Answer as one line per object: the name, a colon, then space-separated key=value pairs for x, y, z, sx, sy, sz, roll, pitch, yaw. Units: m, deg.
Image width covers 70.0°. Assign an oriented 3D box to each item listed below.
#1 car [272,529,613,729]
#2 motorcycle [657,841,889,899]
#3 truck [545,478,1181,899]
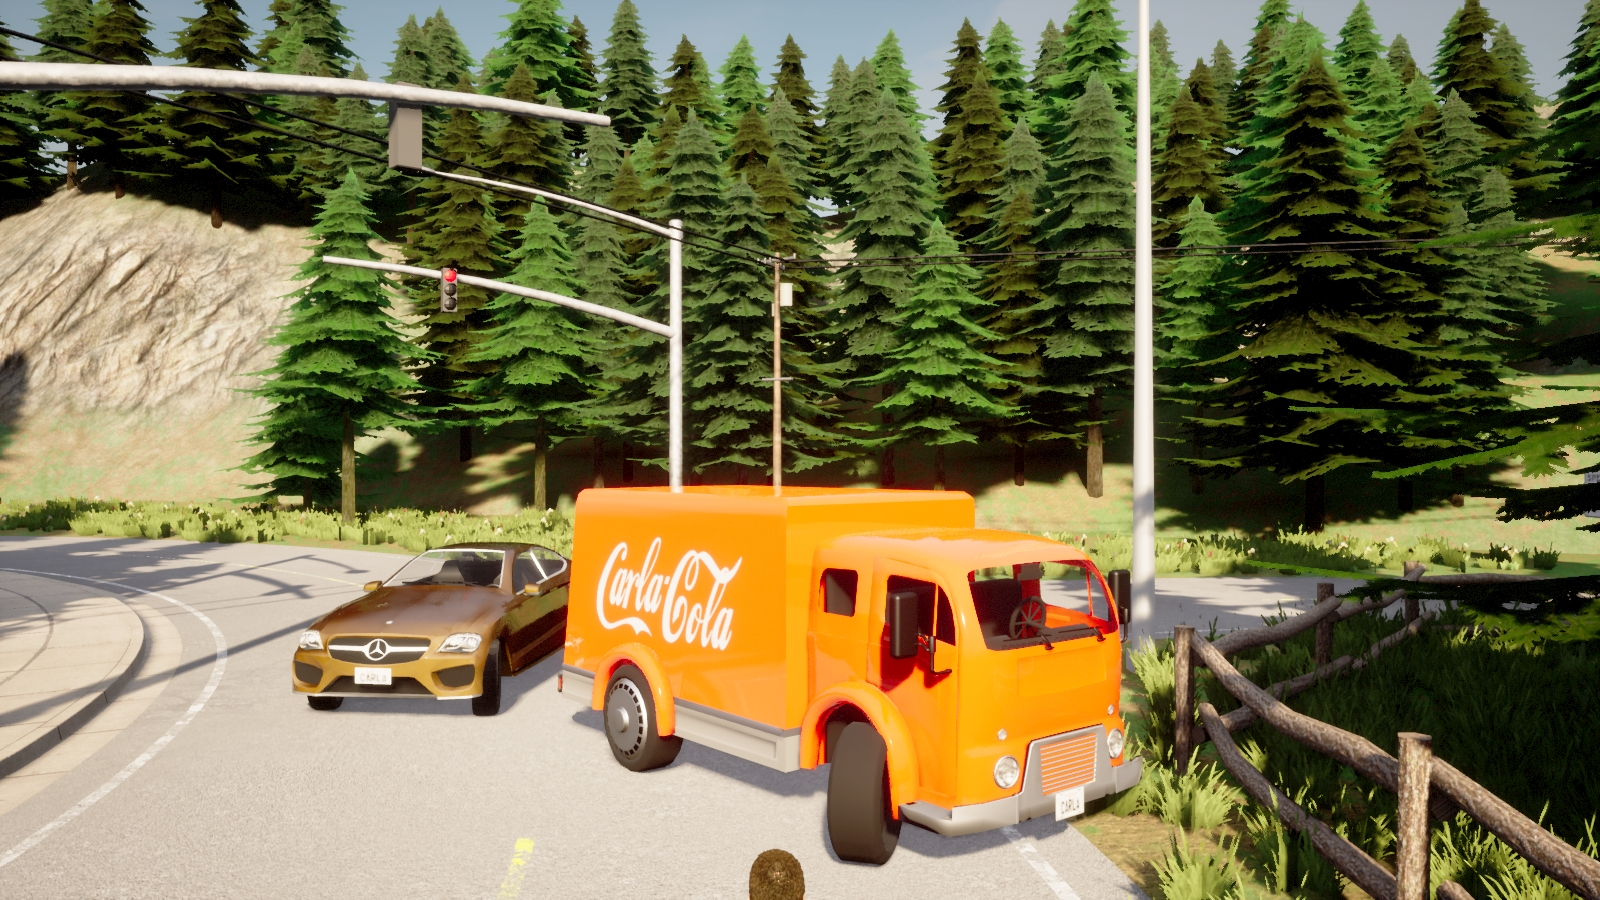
car: x=-4.038 y=1.970 z=14.038 sx=2.152 sy=1.651 sz=5.027 roll=0 pitch=0 yaw=6
motorcycle: x=-0.074 y=2.159 z=3.526 sx=0.803 sy=1.199 sz=2.033 roll=0 pitch=0 yaw=-2
truck: x=0.202 y=1.542 z=9.769 sx=2.627 sy=2.467 sz=5.204 roll=0 pitch=0 yaw=-39
